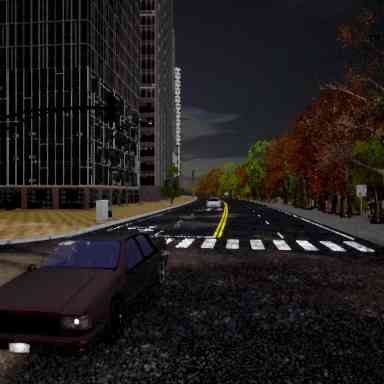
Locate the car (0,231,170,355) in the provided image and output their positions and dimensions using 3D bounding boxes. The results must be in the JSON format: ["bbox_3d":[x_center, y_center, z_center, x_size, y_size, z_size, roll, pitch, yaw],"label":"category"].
[{"bbox_3d":[-1.793,1.555,6.815,2.033,1.411,5.357,0,0,8],"label":"car"}]

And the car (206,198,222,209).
[{"bbox_3d":[3.004,1.541,45.216,1.812,1.442,4.674,0,0,6],"label":"car"}]
